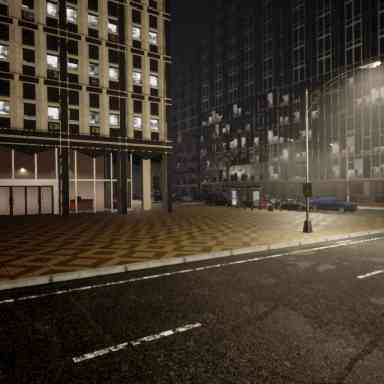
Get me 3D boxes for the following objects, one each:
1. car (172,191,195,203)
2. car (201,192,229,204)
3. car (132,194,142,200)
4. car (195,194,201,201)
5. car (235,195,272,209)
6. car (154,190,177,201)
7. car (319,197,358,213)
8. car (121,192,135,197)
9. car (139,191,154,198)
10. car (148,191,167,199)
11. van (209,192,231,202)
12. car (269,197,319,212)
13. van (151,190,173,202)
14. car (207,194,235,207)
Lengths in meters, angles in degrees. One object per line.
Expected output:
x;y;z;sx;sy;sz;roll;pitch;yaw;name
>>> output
-1.933;1.098;58.620;1.812;1.442;4.674;-1;1;-34;car
3.868;1.020;50.115;2.097;1.767;4.553;-1;1;-34;car
-11.690;1.039;68.139;2.008;1.369;4.403;0;1;-35;car
1.660;1.043;63.530;1.802;1.307;4.206;0;1;-35;car
7.561;1.388;39.994;1.802;1.307;4.206;0;1;-35;car
-5.568;0.640;69.434;2.150;2.045;5.566;-1;1;-35;car
14.567;1.317;34.568;1.882;1.535;5.008;-1;1;-35;car
-17.684;0.688;91.614;2.008;1.369;4.403;0;1;-35;car
-11.236;0.686;82.251;1.967;1.590;4.097;0;1;-35;car
-8.012;0.614;77.569;2.192;1.841;5.009;0;1;-35;car
4.883;0.855;58.846;1.690;1.788;3.998;0;1;-35;van
10.771;1.424;35.301;1.947;1.339;4.313;0;1;-35;car
-5.242;0.937;58.775;1.690;1.788;3.998;0;1;-35;van
4.385;1.319;44.707;1.947;1.339;4.313;0;1;-35;car
